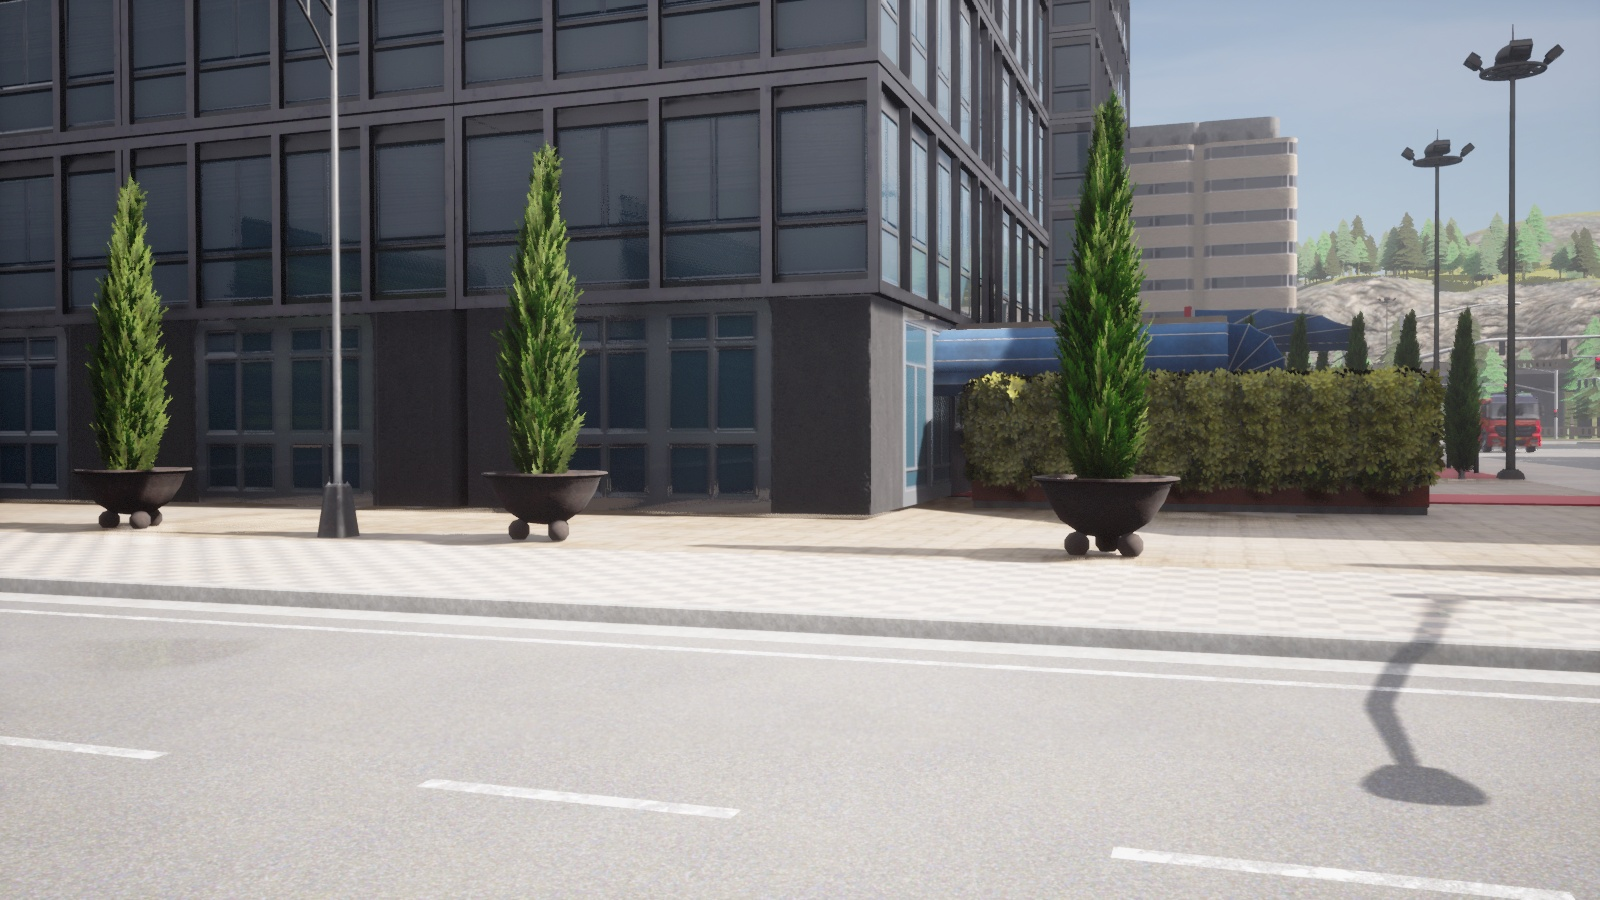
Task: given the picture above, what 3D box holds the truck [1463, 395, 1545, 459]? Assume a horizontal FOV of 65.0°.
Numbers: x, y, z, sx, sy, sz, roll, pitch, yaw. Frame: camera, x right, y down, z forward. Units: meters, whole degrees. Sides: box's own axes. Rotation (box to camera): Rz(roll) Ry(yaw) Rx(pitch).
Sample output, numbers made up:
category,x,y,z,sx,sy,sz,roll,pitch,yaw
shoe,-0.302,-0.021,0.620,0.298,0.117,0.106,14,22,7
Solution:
category,x,y,z,sx,sy,sz,roll,pitch,yaw
truck,44.316,-1.442,79.301,2.891,3.827,8.468,1,1,18
